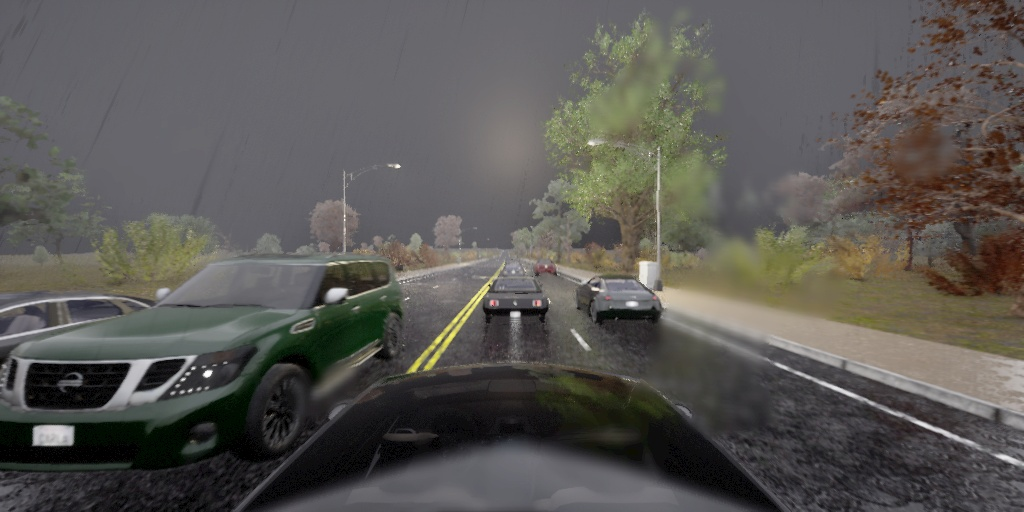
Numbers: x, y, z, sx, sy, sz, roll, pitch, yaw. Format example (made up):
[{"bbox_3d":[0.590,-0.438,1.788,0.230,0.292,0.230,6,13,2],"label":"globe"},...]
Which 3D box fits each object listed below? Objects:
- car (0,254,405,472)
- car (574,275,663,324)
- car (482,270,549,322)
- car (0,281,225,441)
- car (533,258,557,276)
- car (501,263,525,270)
[{"bbox_3d":[-3.324,0.972,5.375,2.150,2.045,5.566,0,0,0],"label":"car"},{"bbox_3d":[3.350,1.307,12.001,1.994,1.385,4.181,0,0,0],"label":"car"},{"bbox_3d":[0.100,1.343,12.233,1.895,1.301,4.718,0,0,0],"label":"car"},{"bbox_3d":[-6.576,1.240,4.415,2.128,1.511,4.902,0,0,0],"label":"car"},{"bbox_3d":[3.334,1.065,37.154,2.097,1.767,4.553,0,0,0],"label":"car"},{"bbox_3d":[0.100,1.270,29.993,2.033,1.411,5.357,0,0,0],"label":"car"}]
